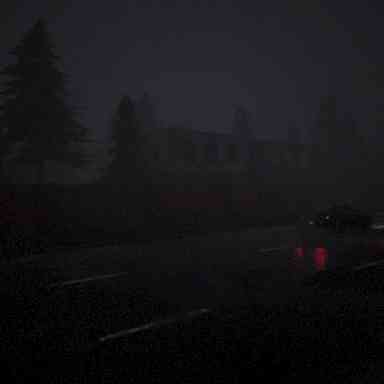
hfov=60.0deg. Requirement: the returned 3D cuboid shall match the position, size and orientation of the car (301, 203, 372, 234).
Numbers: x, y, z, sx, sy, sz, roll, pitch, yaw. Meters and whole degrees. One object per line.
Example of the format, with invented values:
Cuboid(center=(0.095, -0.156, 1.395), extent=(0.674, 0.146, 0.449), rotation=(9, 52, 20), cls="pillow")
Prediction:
Cuboid(center=(7.804, 1.327, 17.913), extent=(4.674, 1.442, 1.812), rotation=(-1, 1, -36), cls="car")
